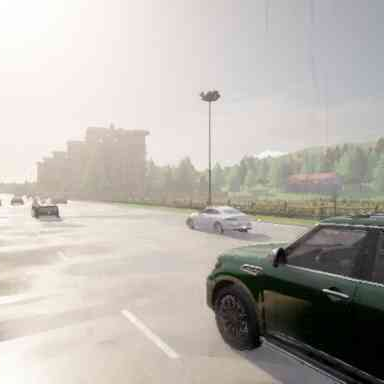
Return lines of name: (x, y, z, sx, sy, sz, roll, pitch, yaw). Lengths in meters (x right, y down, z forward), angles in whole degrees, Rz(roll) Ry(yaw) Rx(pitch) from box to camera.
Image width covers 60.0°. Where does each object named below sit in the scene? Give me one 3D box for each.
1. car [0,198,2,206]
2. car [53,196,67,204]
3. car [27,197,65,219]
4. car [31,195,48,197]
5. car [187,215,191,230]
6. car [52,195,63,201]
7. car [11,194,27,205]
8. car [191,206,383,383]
car: (-32.832, 1.372, 55.327, 2.097, 1.767, 4.553, 0, 0, -31)
car: (-24.513, 1.584, 61.855, 1.994, 1.385, 4.181, 0, 0, -31)
car: (-12.953, 1.501, 29.251, 2.128, 1.511, 4.902, 0, 0, -31)
car: (-27.420, 1.621, 59.899, 1.895, 1.301, 4.718, 0, 0, -31)
car: (1.460, 1.530, 18.894, 1.812, 1.442, 4.674, 0, 0, -31)
car: (-34.223, 1.580, 84.515, 1.994, 1.385, 4.181, 0, 0, -31)
car: (-31.191, 1.546, 59.362, 1.812, 1.442, 4.674, 0, 0, -31)
car: (2.382, 1.222, 3.778, 2.150, 2.045, 5.566, 0, 0, -31)
